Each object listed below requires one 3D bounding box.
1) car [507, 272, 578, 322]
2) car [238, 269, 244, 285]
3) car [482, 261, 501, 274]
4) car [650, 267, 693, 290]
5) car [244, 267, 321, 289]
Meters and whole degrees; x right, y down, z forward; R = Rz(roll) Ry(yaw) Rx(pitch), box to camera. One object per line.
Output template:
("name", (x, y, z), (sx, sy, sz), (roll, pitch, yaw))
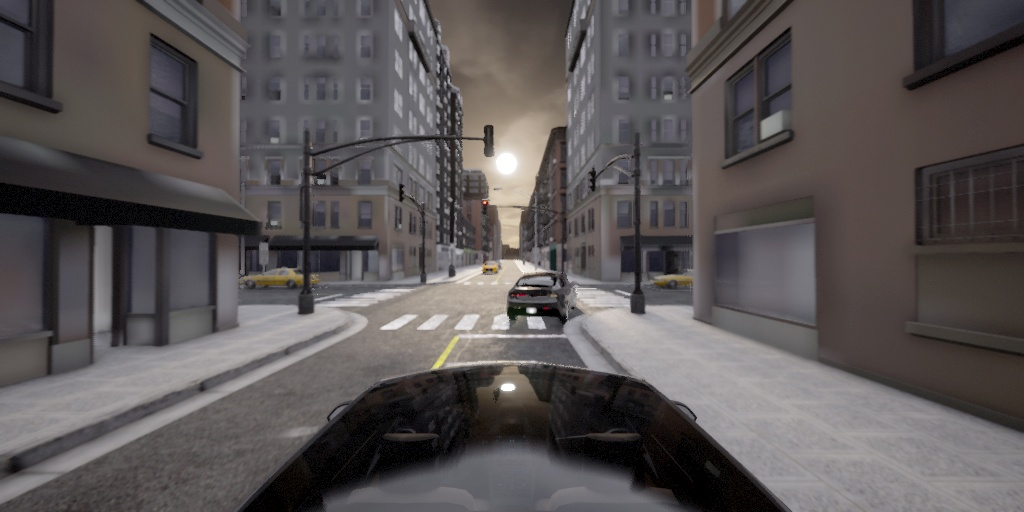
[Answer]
("car", (1.169, 1.312, 12.612), (1.837, 1.490, 4.892), (-1, 0, 15))
("car", (-15.102, 1.109, 15.574), (5.009, 1.841, 2.192), (0, 0, 0))
("car", (-2.847, 1.459, 46.795), (1.882, 1.535, 5.008), (0, 0, 0))
("car", (11.629, 1.422, 23.566), (4.829, 1.417, 1.751), (0, 0, 0))
("car", (-15.254, 1.396, 23.599), (4.829, 1.417, 1.751), (0, 0, 0))
